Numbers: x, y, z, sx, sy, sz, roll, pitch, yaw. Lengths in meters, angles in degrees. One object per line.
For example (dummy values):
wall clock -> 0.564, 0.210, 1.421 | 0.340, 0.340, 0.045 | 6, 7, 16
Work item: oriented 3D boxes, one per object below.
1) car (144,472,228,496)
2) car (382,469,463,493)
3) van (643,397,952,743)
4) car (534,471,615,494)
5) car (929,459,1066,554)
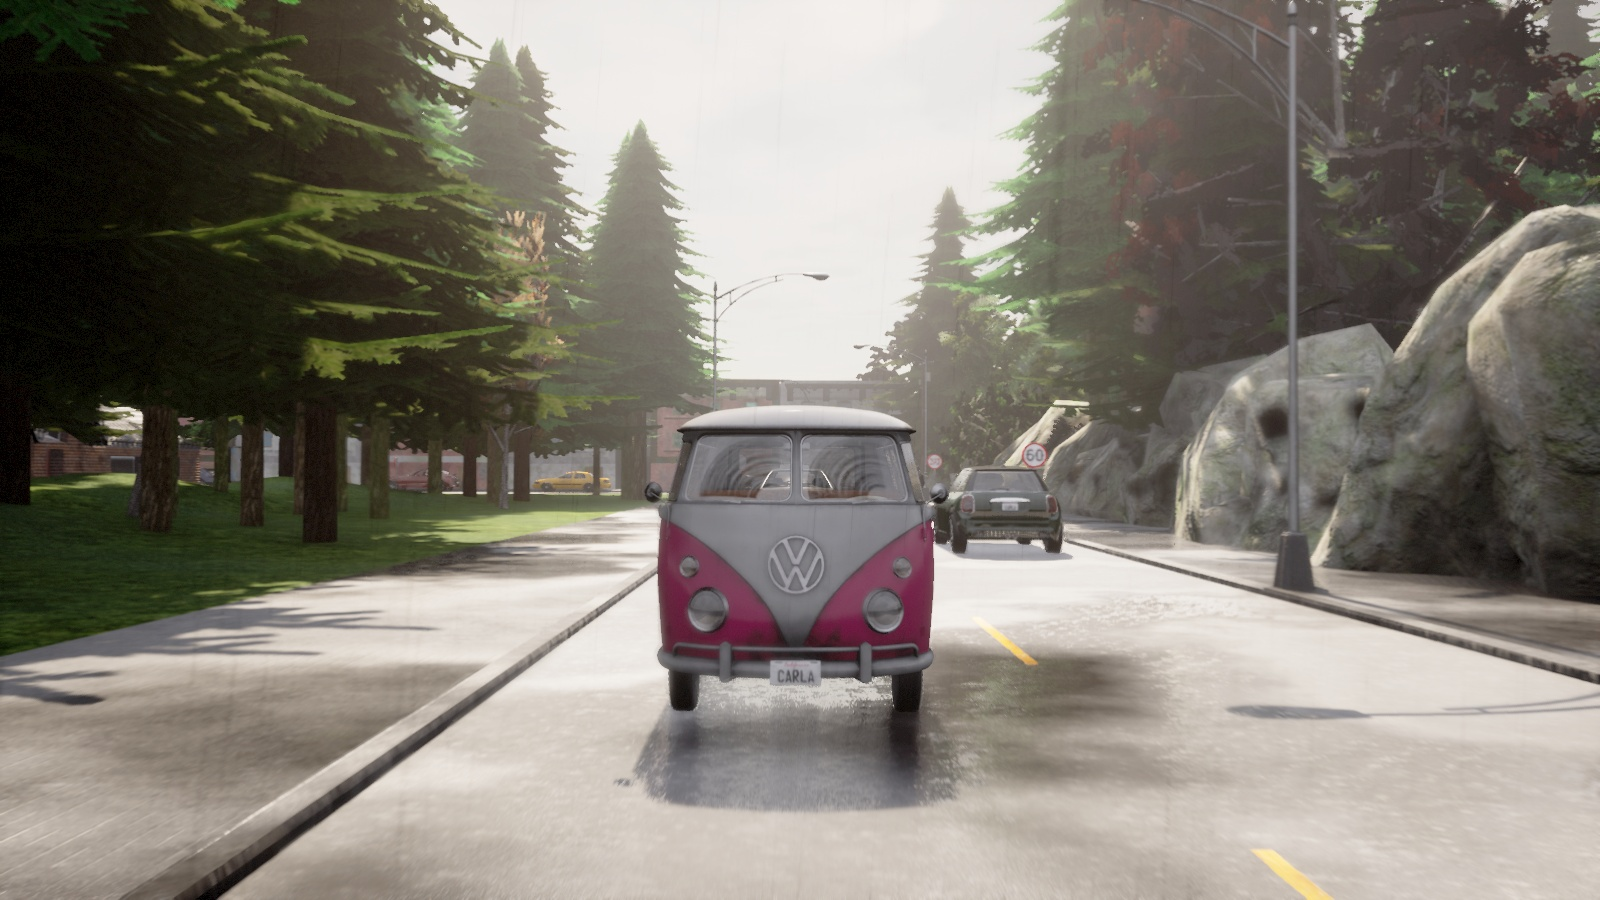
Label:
car -> -42.862, 2.385, 87.721 | 4.856, 1.649, 2.033 | 0, -1, 0
car -> -26.345, 2.167, 87.737 | 5.027, 1.651, 2.152 | 0, -1, 0
van -> -0.023, 0.726, 9.469 | 1.775, 1.987, 4.442 | 0, -1, 0
car -> -15.714, 2.286, 87.760 | 5.366, 1.575, 1.801 | 0, -1, 0
car -> 3.939, 1.090, 25.848 | 2.097, 1.767, 4.553 | 0, -1, 0
